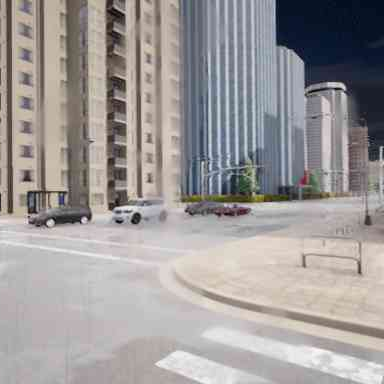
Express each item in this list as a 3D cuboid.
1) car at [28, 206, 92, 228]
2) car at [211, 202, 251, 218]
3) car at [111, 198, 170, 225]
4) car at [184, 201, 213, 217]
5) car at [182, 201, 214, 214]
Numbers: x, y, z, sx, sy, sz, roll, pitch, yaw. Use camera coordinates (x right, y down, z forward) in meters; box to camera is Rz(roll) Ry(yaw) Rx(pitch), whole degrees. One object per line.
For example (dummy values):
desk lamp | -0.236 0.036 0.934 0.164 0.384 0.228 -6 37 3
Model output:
car | -10.020 1.856 25.602 1.837 1.490 4.892 -1 -1 36
car | 4.154 1.860 33.359 1.895 1.301 4.718 -1 -1 35
car | -4.167 1.528 27.862 2.150 2.045 5.566 -1 -1 35
car | 1.453 1.812 35.927 1.837 1.490 4.892 -1 -1 35
car | 0.817 1.917 41.119 1.994 1.385 4.181 -1 -1 35
